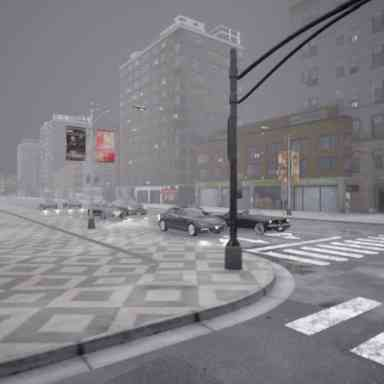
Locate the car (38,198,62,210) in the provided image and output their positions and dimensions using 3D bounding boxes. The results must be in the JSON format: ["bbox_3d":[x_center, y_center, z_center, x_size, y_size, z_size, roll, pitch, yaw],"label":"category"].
[{"bbox_3d":[-19.936,1.668,46.080,1.837,1.490,4.892,0,0,-36],"label":"car"}]

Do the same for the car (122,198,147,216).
[{"bbox_3d":[-6.216,1.454,32.589,2.097,1.767,4.553,0,0,-36],"label":"car"}]

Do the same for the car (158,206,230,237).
[{"bbox_3d":[-0.163,1.554,18.741,1.837,1.490,4.892,0,0,-36],"label":"car"}]

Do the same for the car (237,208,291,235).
[{"bbox_3d":[3.381,1.642,19.403,1.895,1.301,4.718,0,0,-36],"label":"car"}]

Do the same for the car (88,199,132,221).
[{"bbox_3d":[-7.455,1.587,28.766,2.128,1.511,4.902,0,0,-36],"label":"car"}]

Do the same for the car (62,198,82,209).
[{"bbox_3d":[-17.503,1.692,48.266,1.837,1.490,4.892,0,0,-36],"label":"car"}]
